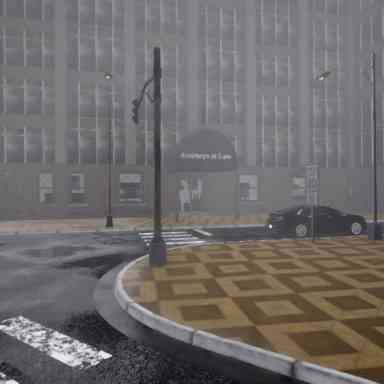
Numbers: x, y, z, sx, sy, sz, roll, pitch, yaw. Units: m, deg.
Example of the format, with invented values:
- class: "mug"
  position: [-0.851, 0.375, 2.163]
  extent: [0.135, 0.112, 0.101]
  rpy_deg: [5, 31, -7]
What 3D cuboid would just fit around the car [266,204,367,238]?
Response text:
- class: "car"
  position: [5.987, 1.321, 15.970]
  extent: [4.892, 1.490, 1.837]
  rpy_deg: [0, 0, -14]
